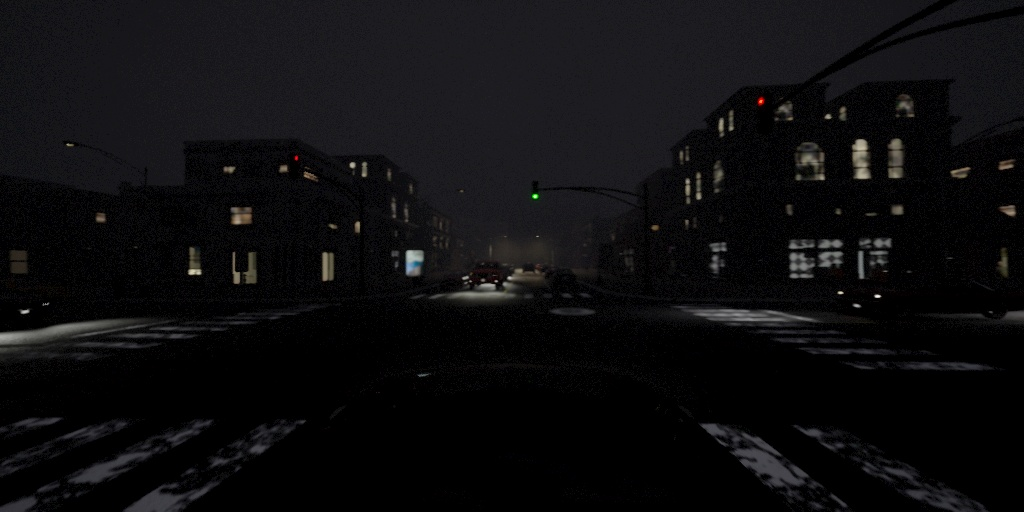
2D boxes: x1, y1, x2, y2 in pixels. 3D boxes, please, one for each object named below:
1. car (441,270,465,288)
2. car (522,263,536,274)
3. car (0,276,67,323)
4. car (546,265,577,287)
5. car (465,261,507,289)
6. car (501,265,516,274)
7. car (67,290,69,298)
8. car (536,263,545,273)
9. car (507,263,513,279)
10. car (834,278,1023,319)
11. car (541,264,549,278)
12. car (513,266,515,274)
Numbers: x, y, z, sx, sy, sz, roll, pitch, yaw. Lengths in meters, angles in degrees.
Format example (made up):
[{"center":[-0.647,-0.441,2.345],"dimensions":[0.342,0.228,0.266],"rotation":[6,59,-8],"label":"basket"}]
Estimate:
[{"center":[-4.407,1.766,28.242],"dimensions":[1.802,1.307,4.207],"rotation":[0,0,3],"label":"car"},{"center":[2.735,1.897,58.216],"dimensions":[2.097,1.767,4.553],"rotation":[-1,-1,3],"label":"car"},{"center":[-17.582,1.507,11.309],"dimensions":[4.892,1.490,1.837],"rotation":[0,-1,3],"label":"car"},{"center":[3.963,1.652,27.852],"dimensions":[1.948,1.339,4.313],"rotation":[0,0,3],"label":"car"},{"center":[-1.865,1.370,27.678],"dimensions":[2.150,2.045,5.566],"rotation":[-1,-1,3],"label":"car"},{"center":[-0.464,2.113,57.208],"dimensions":[2.033,1.411,5.357],"rotation":[-1,-1,3],"label":"car"},{"center":[-24.676,1.694,17.527],"dimensions":[4.829,1.417,1.751],"rotation":[0,0,3],"label":"car"},{"center":[5.210,2.027,55.430],"dimensions":[2.007,1.370,4.403],"rotation":[0,0,3],"label":"car"},{"center":[-1.396,1.779,37.590],"dimensions":[2.128,1.511,4.902],"rotation":[-1,-1,3],"label":"car"},{"center":[14.387,1.429,12.574],"dimensions":[4.718,1.301,1.895],"rotation":[0,-1,3],"label":"car"},{"center":[4.462,1.823,38.882],"dimensions":[1.802,1.307,4.207],"rotation":[0,0,3],"label":"car"},{"center":[-0.986,1.980,46.716],"dimensions":[1.994,1.385,4.181],"rotation":[-1,-1,2],"label":"car"}]
